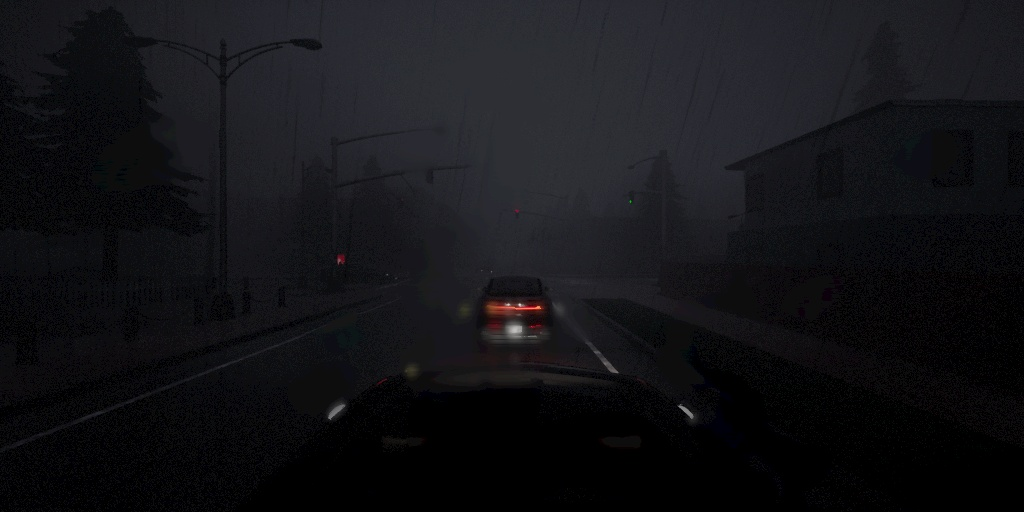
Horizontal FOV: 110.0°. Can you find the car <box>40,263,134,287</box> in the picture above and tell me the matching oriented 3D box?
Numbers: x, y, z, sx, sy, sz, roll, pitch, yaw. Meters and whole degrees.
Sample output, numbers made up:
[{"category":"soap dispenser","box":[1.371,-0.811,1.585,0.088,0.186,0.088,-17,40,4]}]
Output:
[{"category":"car","box":[-27.745,1.329,23.803,4.181,1.385,1.994,0,0,-1]}]

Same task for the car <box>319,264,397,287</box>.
[{"category":"car","box":[-10.363,1.257,24.314,4.902,1.511,2.128,0,0,-2]}]

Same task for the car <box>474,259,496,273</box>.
[{"category":"car","box":[-3.505,1.297,44.399,2.033,1.411,5.357,0,0,0]}]

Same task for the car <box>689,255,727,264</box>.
[{"category":"car","box":[15.582,0.952,26.127,5.566,2.045,2.150,0,0,-8]}]

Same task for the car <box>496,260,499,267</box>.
[{"category":"car","box":[-3.475,1.242,54.581,2.128,1.511,4.902,0,0,0]}]

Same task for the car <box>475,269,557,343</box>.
[{"category":"car","box":[0.092,1.255,9.684,1.837,1.490,4.892,0,0,0]}]
